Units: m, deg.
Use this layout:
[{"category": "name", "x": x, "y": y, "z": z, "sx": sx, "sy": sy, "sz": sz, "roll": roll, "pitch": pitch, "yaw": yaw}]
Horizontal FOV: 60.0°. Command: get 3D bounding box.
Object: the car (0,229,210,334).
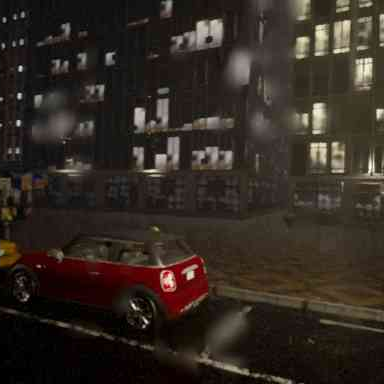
[{"category": "car", "x": -1.790, "y": 1.472, "z": 6.788, "sx": 4.097, "sy": 1.590, "sz": 1.967, "roll": 1, "pitch": 0, "yaw": 25}]
